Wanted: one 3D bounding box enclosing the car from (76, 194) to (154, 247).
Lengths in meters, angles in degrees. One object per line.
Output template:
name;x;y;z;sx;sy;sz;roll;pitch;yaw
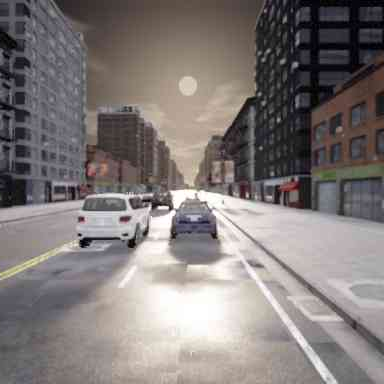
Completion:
car;-3.157;1.087;14.304;2.150;2.045;5.566;0;1;0

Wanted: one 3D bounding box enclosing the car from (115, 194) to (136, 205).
car;-9.844;1.027;49.513;2.128;1.511;4.902;0;1;0

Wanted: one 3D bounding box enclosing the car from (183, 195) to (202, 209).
car;0.078;1.118;39.873;2.128;1.511;4.902;0;1;0

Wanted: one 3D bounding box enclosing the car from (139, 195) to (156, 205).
car;-6.592;1.136;49.609;1.895;1.301;4.718;0;1;0

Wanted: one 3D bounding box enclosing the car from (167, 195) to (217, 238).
car;0.092;1.193;16.710;2.097;1.767;4.553;0;0;0

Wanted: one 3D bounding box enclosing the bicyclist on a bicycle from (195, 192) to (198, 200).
bicyclist on a bicycle;0.860;0.798;70.103;0.582;1.620;1.656;0;0;0

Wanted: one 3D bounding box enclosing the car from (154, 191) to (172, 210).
car;-3.167;0.878;36.685;2.150;2.045;5.566;0;1;0

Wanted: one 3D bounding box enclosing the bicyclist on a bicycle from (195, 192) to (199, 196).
bicyclist on a bicycle;0.860;0.869;61.101;0.866;1.612;1.509;0;1;0
